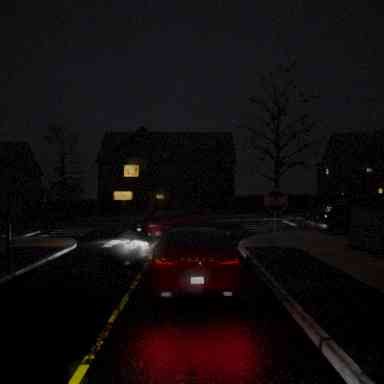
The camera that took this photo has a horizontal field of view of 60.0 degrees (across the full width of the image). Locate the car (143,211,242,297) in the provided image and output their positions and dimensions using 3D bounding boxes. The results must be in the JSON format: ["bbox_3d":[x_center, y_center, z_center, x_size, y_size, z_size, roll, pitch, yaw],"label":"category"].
[{"bbox_3d":[0.036,1.477,8.602,1.882,1.535,5.008,0,0,-1],"label":"car"}]

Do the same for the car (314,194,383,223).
[{"bbox_3d":[10.503,1.036,21.920,4.553,1.767,2.097,-1,1,-1],"label":"car"}]

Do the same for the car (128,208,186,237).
[{"bbox_3d":[-1.252,1.557,17.159,1.994,1.385,4.181,0,1,39],"label":"car"}]
